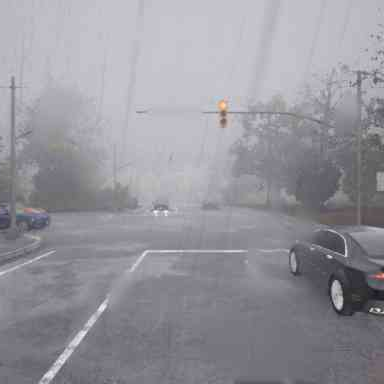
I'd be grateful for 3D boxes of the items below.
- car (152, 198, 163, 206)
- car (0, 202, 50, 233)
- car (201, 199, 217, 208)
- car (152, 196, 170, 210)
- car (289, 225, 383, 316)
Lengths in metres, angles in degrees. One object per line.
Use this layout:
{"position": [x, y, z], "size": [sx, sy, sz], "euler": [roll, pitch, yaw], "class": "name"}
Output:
{"position": [-7.154, 2.065, 68.908], "size": [1.837, 1.490, 4.892], "euler": [0, -2, -13], "class": "car"}
{"position": [-10.833, 1.513, 19.332], "size": [5.008, 1.535, 1.882], "euler": [0, 0, 3], "class": "car"}
{"position": [2.615, 1.793, 52.552], "size": [1.895, 1.301, 4.718], "euler": [0, -1, -5], "class": "car"}
{"position": [-3.950, 1.626, 43.602], "size": [2.033, 1.411, 5.357], "euler": [0, -1, -3], "class": "car"}
{"position": [3.602, 1.505, 7.477], "size": [1.837, 1.490, 4.892], "euler": [0, 0, 1], "class": "car"}
